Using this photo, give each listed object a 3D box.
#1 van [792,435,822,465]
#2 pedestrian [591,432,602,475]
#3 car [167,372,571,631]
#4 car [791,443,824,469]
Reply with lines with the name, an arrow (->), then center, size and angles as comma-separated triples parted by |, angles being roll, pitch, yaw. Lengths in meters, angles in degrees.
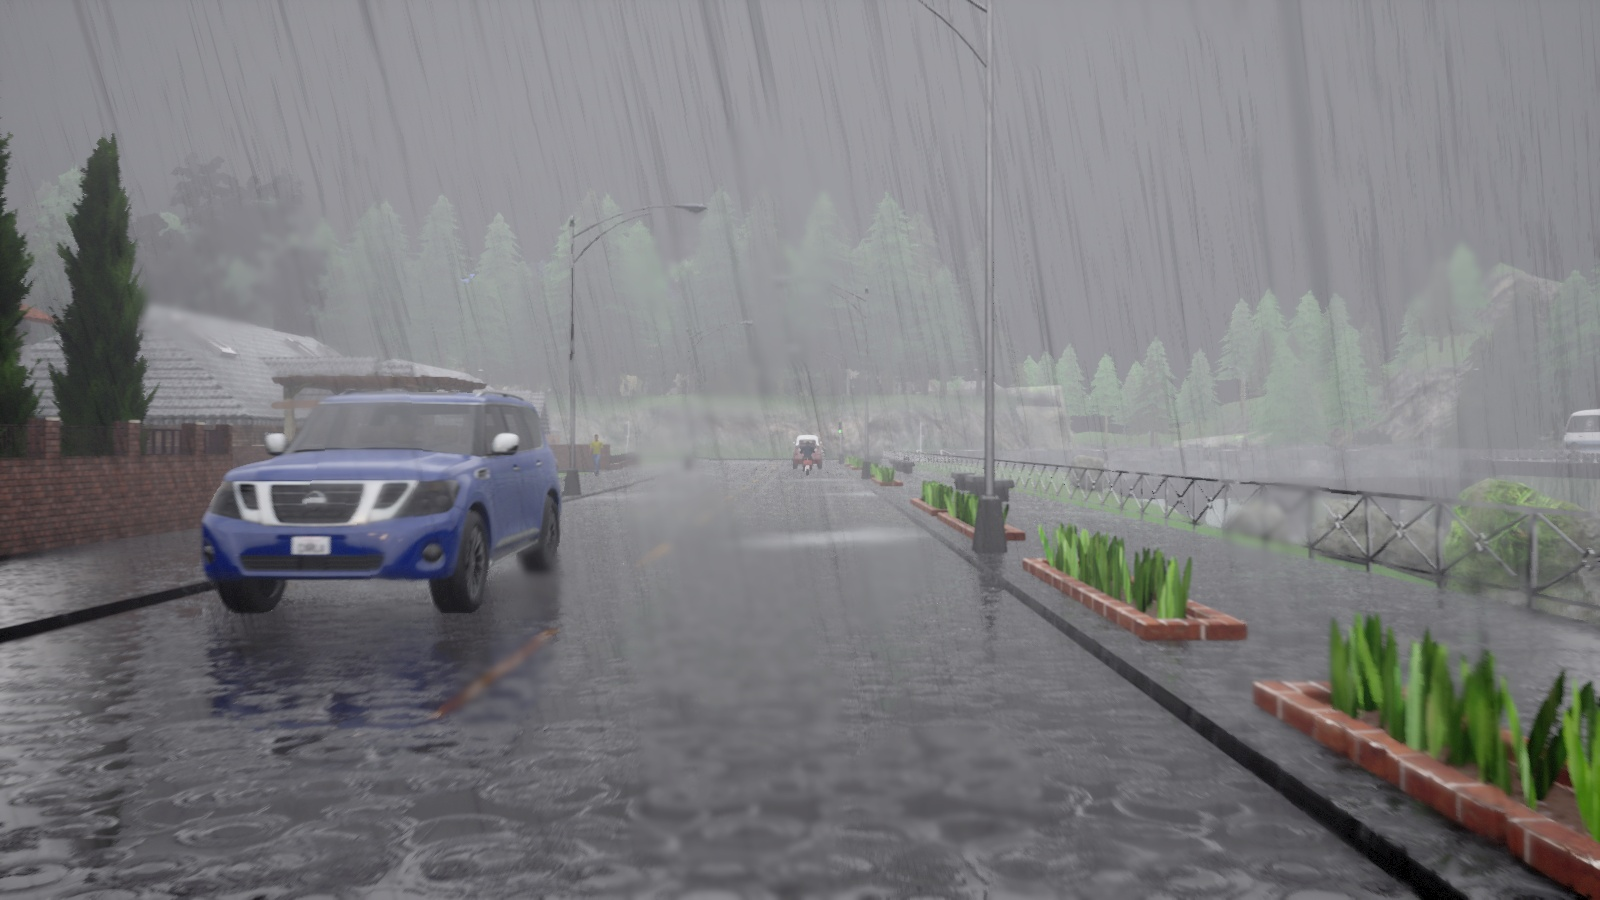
van -> 0.527, -0.030, 88.818 | 2.069, 2.038, 4.480 | 0, 0, 0
pedestrian -> -8.713, 0.147, 53.728 | 0.354, 1.836, 0.706 | 0, 0, 0
car -> -3.912, 0.391, 12.711 | 2.150, 2.045, 5.566 | 0, 0, 0
car -> 0.437, 0.348, 73.291 | 1.845, 1.501, 3.633 | 0, 0, 0
